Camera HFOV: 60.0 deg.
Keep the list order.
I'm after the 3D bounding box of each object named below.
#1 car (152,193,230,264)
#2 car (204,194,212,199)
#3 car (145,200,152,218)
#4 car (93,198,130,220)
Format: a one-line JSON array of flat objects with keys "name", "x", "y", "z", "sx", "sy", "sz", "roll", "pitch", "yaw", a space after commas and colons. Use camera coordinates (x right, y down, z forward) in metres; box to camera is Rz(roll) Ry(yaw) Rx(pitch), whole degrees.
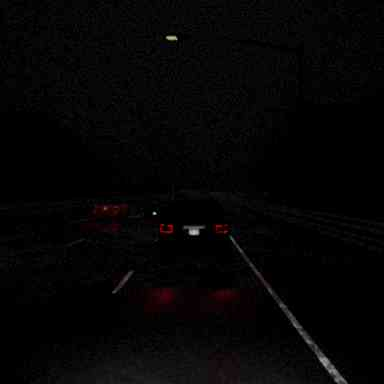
[{"name": "car", "x": 0.092, "y": 1.205, "z": 11.894, "sx": 2.150, "sy": 2.045, "sz": 5.566, "roll": 0, "pitch": 0, "yaw": 1}, {"name": "car", "x": 4.667, "y": 1.209, "z": 95.170, "sx": 2.033, "sy": 1.411, "sz": 5.357, "roll": 0, "pitch": 0, "yaw": 5}, {"name": "car", "x": -2.938, "y": 1.447, "z": 29.169, "sx": 1.837, "sy": 1.490, "sz": 4.892, "roll": 0, "pitch": 0, "yaw": 2}, {"name": "car", "x": -6.482, "y": 1.292, "z": 27.272, "sx": 2.097, "sy": 1.767, "sz": 4.553, "roll": 0, "pitch": 0, "yaw": 2}]
